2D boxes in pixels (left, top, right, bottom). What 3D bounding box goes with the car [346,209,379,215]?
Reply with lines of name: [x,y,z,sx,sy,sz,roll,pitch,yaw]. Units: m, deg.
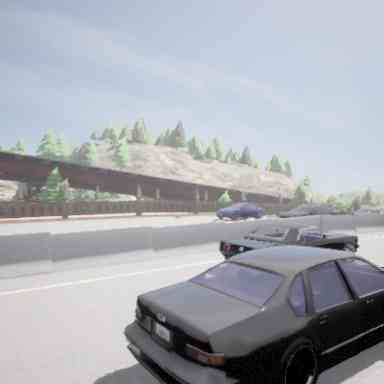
car: [17.814,2.474,33.906,5.357,1.411,2.033,6,-3,-35]

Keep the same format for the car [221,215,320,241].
car: [3.212,1.616,10.358,4.718,1.301,1.895,0,0,-35]

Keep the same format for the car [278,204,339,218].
car: [7.944,1.599,22.565,5.008,1.535,1.882,2,-1,-36]

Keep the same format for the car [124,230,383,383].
car: [1.737,1.555,5.027,5.357,1.411,2.033,0,0,-35]

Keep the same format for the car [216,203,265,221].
car: [4.238,1.658,28.519,4.674,1.442,1.812,2,-1,-36]
